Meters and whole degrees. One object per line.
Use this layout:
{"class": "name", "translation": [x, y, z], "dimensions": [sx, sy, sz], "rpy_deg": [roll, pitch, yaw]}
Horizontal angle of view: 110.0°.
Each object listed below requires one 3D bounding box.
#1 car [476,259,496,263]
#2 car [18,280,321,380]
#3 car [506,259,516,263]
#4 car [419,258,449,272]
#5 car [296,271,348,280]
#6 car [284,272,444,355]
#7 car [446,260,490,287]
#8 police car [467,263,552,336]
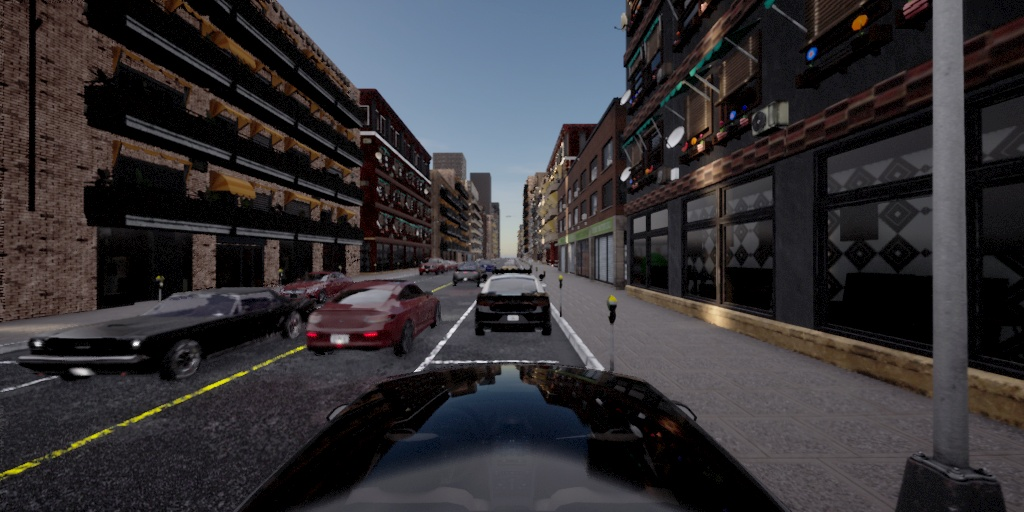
{"class": "car", "translation": [-2.952, 1.139, 42.007], "dimensions": [2.097, 1.767, 4.553], "rpy_deg": [0, 0, 0]}
{"class": "car", "translation": [-6.213, 1.369, 7.392], "dimensions": [1.895, 1.301, 4.718], "rpy_deg": [0, 0, 0]}
{"class": "car", "translation": [-0.274, 1.304, 39.166], "dimensions": [1.751, 1.417, 4.829], "rpy_deg": [0, 0, 0]}
{"class": "car", "translation": [-8.655, 1.111, 39.039], "dimensions": [2.192, 1.841, 5.009], "rpy_deg": [0, 0, 0]}
{"class": "car", "translation": [-8.762, 1.363, 16.494], "dimensions": [1.802, 1.307, 4.207], "rpy_deg": [0, 0, 0]}
{"class": "car", "translation": [-3.005, 1.288, 8.584], "dimensions": [1.812, 1.442, 4.674], "rpy_deg": [0, 0, 0]}
{"class": "car", "translation": [-2.931, 1.266, 25.130], "dimensions": [2.128, 1.511, 4.902], "rpy_deg": [0, 0, 0]}
{"class": "police car", "translation": [0.035, 1.182, 10.600], "dimensions": [1.930, 1.638, 5.238], "rpy_deg": [0, 0, 0]}
